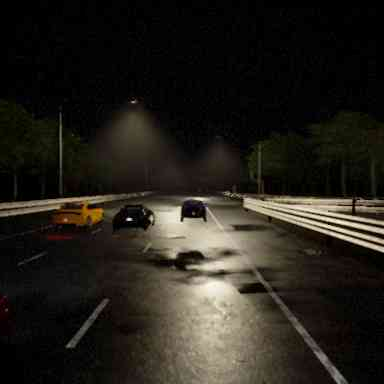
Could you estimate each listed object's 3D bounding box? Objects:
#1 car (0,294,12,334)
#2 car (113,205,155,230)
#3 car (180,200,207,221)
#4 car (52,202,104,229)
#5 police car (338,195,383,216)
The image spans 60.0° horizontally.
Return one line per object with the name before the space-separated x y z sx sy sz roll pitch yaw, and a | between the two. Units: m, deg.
car | -3.399 1.587 2.410 1.895 1.301 4.718 0 0 0
car | -3.394 1.447 20.001 1.994 1.385 4.181 0 0 0
car | 0.112 1.318 25.540 1.882 1.535 5.008 0 0 0
car | -6.889 1.356 20.595 1.882 1.535 5.008 0 0 0
police car | 15.094 1.116 28.822 1.930 1.638 5.238 0 -1 -27
